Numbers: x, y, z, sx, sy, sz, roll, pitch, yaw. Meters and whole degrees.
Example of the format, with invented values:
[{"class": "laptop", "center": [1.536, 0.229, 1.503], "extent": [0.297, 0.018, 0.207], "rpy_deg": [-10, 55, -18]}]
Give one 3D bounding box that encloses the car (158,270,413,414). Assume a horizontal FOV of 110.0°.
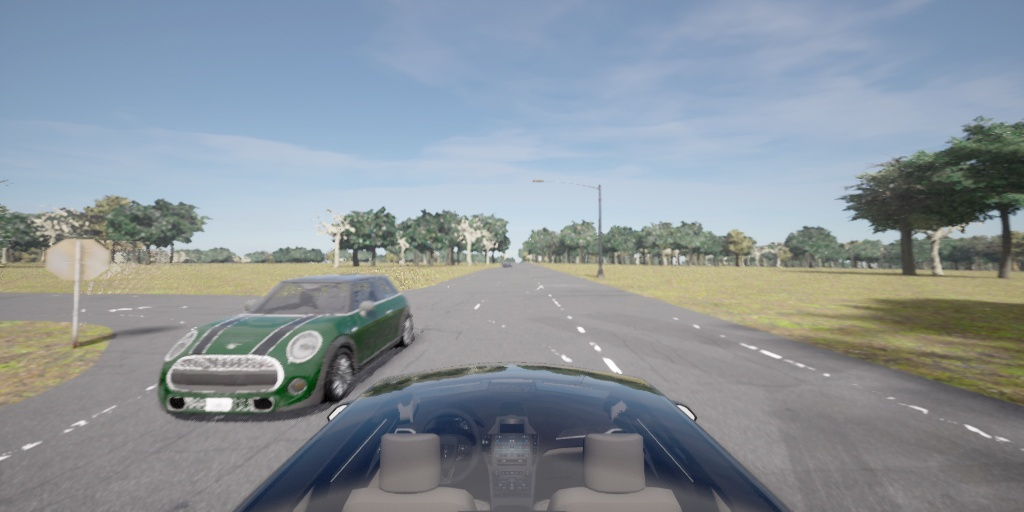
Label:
[{"class": "car", "center": [-3.382, 1.139, 6.430], "extent": [2.097, 1.767, 4.553], "rpy_deg": [0, 0, 1]}]
